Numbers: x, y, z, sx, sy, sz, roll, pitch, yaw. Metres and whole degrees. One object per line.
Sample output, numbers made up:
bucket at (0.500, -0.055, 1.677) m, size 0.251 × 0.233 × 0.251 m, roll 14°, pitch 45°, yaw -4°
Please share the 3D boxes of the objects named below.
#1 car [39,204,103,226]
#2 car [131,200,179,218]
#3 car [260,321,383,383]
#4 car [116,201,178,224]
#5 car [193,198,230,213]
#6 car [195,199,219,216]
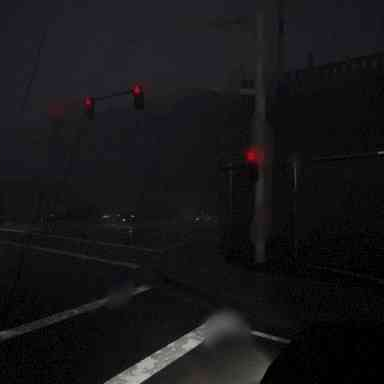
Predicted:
car at (-8.708, 1.581, 24.258) m, size 1.812 × 1.442 × 4.674 m, roll 0°, pitch 0°, yaw 37°
car at (-3.421, 1.581, 31.659) m, size 1.812 × 1.442 × 4.674 m, roll 0°, pitch 0°, yaw 36°
car at (3.041, 1.547, 1.799) m, size 5.357 × 1.411 × 2.033 m, roll 0°, pitch 0°, yaw 36°
car at (-3.306, 1.603, 25.785) m, size 2.033 × 1.411 × 5.357 m, roll 0°, pitch 0°, yaw 35°
car at (2.357, 1.547, 39.798) m, size 2.128 × 1.511 × 4.902 m, roll 0°, pitch 0°, yaw 35°
car at (2.527, 1.603, 33.997) m, size 2.033 × 1.411 × 5.357 m, roll 0°, pitch 0°, yaw 35°
